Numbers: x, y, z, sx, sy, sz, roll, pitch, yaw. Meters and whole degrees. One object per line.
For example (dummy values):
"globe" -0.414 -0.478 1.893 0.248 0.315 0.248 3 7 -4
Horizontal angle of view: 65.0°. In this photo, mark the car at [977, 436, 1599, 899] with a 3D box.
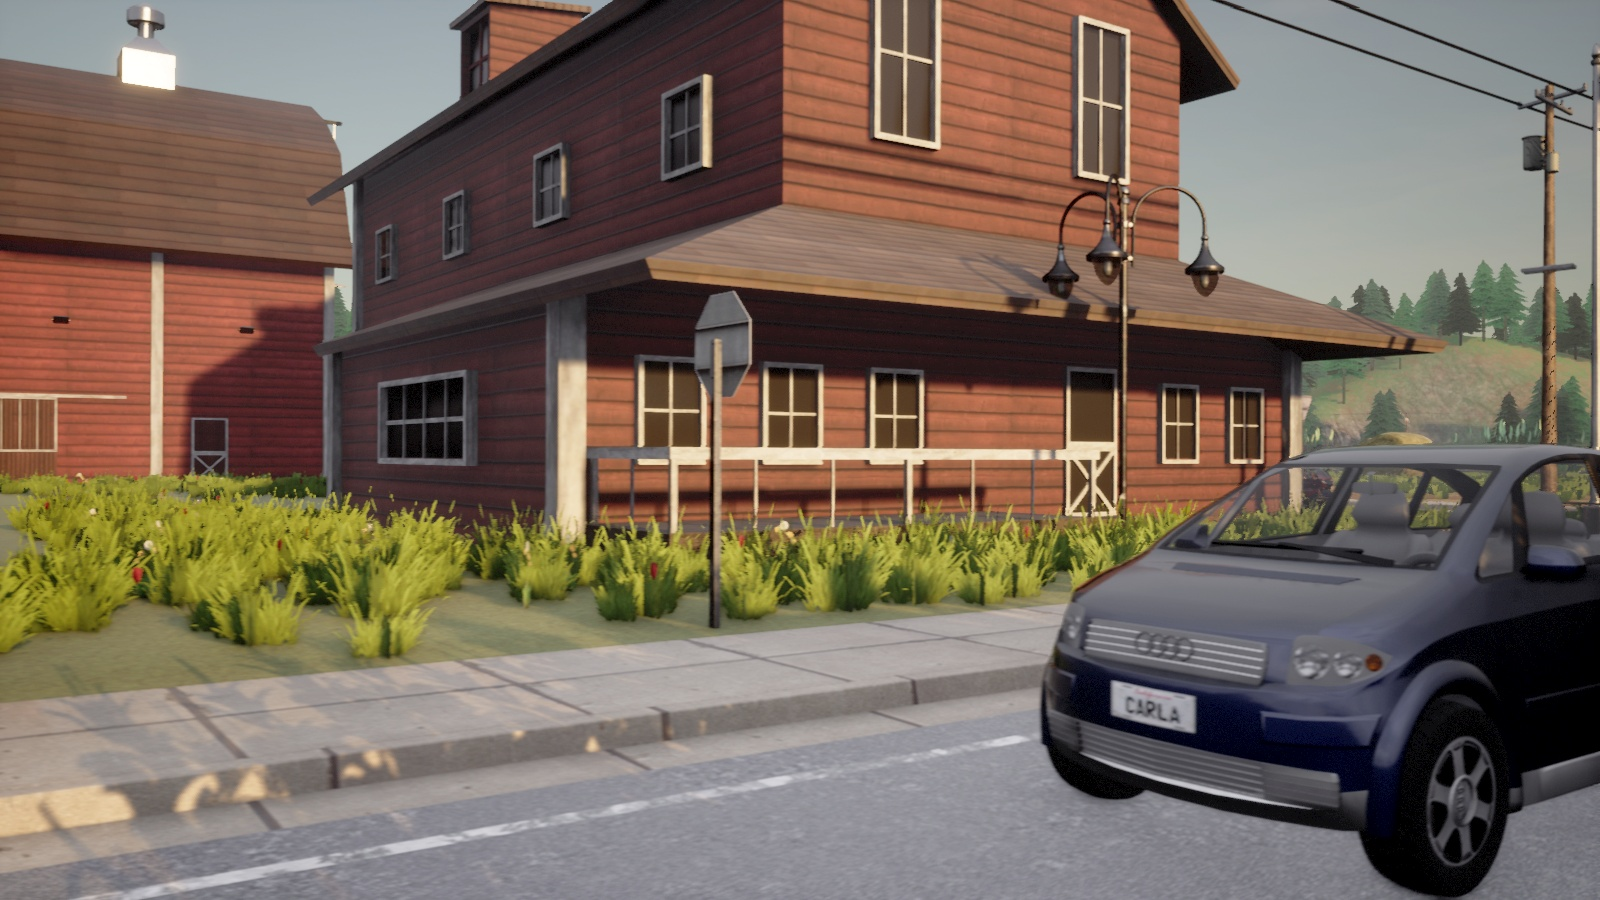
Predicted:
"car" 2.771 0.740 5.589 3.705 1.549 1.789 0 0 -35
